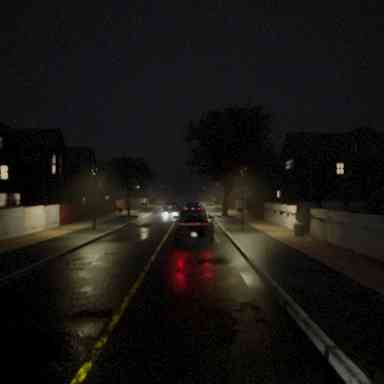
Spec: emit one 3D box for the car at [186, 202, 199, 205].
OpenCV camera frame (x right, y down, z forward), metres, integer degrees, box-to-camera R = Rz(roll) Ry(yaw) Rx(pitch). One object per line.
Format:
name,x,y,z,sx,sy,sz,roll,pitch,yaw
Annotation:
car,0.084,1.811,36.792,2.033,1.411,5.357,0,0,0

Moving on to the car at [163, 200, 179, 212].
car,-2.769,1.811,44.855,2.128,1.511,4.902,0,0,0

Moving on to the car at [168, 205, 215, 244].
car,0.092,1.614,16.590,2.128,1.511,4.902,0,0,0
